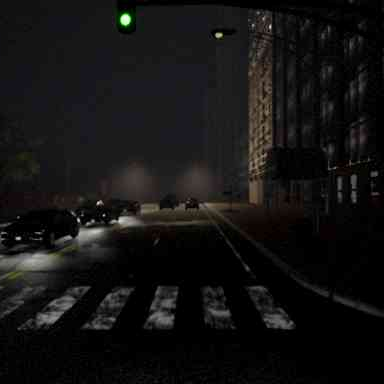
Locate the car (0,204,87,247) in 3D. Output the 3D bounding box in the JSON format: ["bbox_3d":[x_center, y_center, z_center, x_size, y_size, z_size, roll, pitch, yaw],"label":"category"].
[{"bbox_3d":[-6.582,1.512,15.034,1.837,1.490,4.892,0,0,0],"label":"car"}]

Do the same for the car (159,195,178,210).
[{"bbox_3d":[-3.237,1.561,43.465,1.882,1.535,5.008,0,0,0],"label":"car"}]

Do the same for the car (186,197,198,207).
[{"bbox_3d":[0.017,1.611,53.884,1.882,1.535,5.008,0,0,0],"label":"car"}]

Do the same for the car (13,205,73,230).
[{"bbox_3d":[-9.815,1.619,22.398,1.895,1.301,4.718,0,0,1],"label":"car"}]

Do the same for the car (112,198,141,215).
[{"bbox_3d":[-6.489,1.542,34.761,2.128,1.511,4.902,0,0,0],"label":"car"}]

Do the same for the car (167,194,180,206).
[{"bbox_3d":[-3.234,1.355,53.918,2.150,2.045,5.566,0,0,0],"label":"car"}]

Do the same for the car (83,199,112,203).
[{"bbox_3d":[-9.750,1.535,32.430,2.128,1.511,4.902,0,0,0],"label":"car"}]

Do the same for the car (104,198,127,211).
[{"bbox_3d":[-9.737,1.558,42.703,1.882,1.535,5.008,0,0,0],"label":"car"}]

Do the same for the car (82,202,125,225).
[{"bbox_3d":[-6.557,1.623,24.291,1.895,1.301,4.718,0,0,1],"label":"car"}]

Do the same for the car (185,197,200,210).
[{"bbox_3d":[0.013,1.631,43.464,2.033,1.411,5.357,0,0,0],"label":"car"}]
